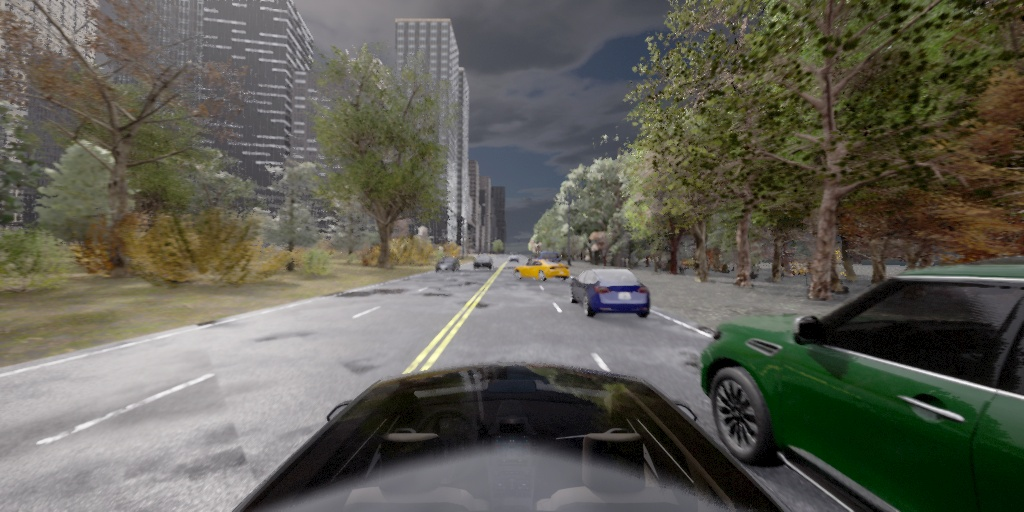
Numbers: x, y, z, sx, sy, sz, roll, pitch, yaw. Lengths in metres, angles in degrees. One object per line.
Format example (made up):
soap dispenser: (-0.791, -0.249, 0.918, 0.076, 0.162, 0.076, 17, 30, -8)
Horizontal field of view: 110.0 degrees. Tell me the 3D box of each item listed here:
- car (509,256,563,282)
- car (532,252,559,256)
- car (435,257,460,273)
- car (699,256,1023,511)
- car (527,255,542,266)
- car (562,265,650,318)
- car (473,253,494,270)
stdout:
car: (2.023, 0.983, 25.752, 1.882, 1.535, 5.008, 1, -1, -31)
car: (3.460, 0.633, 34.783, 2.150, 2.045, 5.566, 2, 1, 0)
car: (-6.359, 0.863, 35.890, 2.128, 1.511, 4.902, 0, 1, 1)
car: (3.221, 0.987, 1.766, 2.150, 2.045, 5.566, 0, 1, 0)
car: (3.548, 0.657, 56.771, 2.033, 1.649, 4.856, 0, 0, 0)
car: (3.292, 1.173, 12.773, 2.163, 1.488, 4.792, 0, 1, 0)
car: (-3.088, 0.631, 39.326, 1.882, 1.535, 5.008, 1, 1, 1)
